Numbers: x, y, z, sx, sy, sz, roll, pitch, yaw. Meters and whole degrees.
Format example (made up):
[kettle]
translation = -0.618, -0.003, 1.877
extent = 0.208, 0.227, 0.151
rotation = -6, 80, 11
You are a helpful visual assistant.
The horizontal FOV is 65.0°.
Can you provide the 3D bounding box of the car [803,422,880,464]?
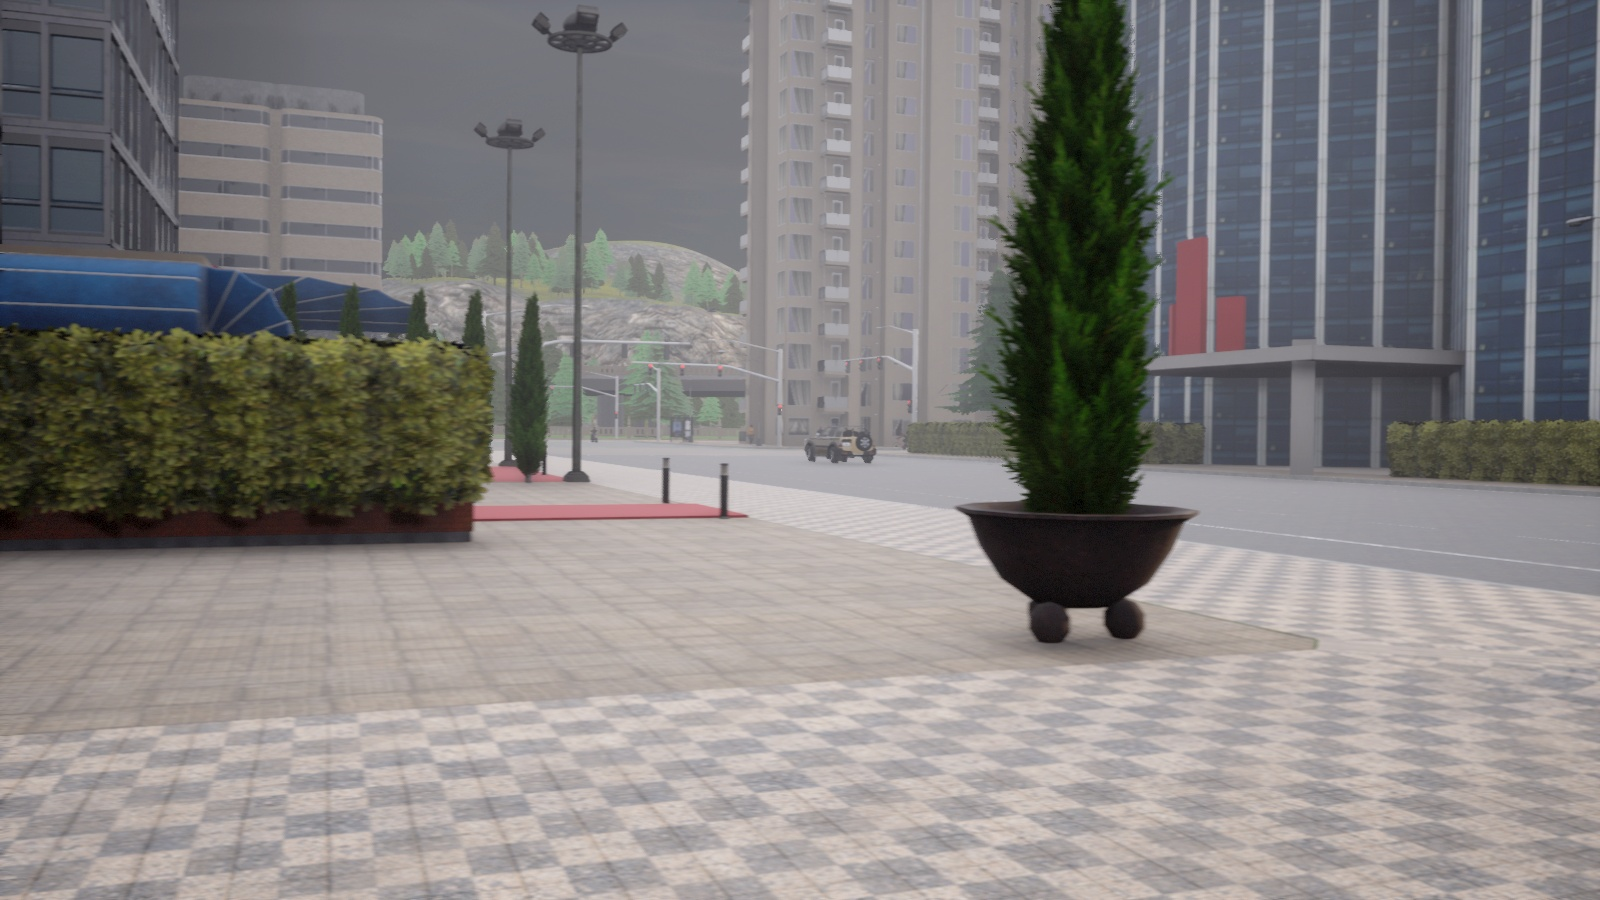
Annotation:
[car]
translation = 1.863, -0.357, 58.474
extent = 1.932, 1.855, 4.605
rotation = -1, 1, -21
